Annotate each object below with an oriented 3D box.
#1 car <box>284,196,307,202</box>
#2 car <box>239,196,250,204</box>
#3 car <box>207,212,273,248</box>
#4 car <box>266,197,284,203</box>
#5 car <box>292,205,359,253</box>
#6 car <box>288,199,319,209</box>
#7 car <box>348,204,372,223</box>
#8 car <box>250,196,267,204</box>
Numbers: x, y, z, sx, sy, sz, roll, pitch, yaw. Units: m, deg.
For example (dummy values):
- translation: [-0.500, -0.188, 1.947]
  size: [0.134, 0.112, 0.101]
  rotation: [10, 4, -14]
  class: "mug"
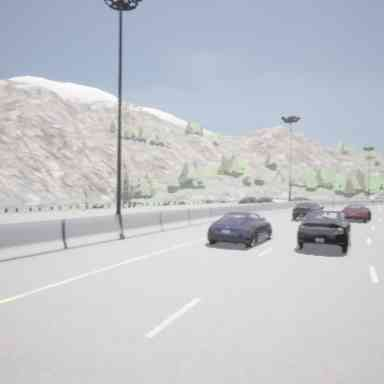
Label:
- translation: [17.973, 1.551, 56.042]
  size: [2.097, 1.767, 4.553]
  rotation: [1, 0, 43]
  class: "car"
- translation: [10.905, 1.639, 63.845]
  size: [1.837, 1.490, 4.892]
  rotation: [0, 0, 43]
  class: "car"
- translation: [2.329, 1.589, 15.199]
  size: [1.994, 1.385, 4.181]
  rotation: [1, 0, 28]
  class: "car"
- translation: [15.558, 1.703, 58.603]
  size: [1.812, 1.442, 4.674]
  rotation: [0, 0, 43]
  class: "car"
- translation: [5.816, 1.553, 14.306]
  size: [2.128, 1.511, 4.902]
  rotation: [1, 0, 28]
  class: "car"
- translation: [10.045, 1.615, 28.484]
  size: [1.837, 1.490, 4.892]
  rotation: [0, 0, 33]
  class: "car"
- translation: [13.643, 1.708, 27.580]
  size: [1.994, 1.385, 4.181]
  rotation: [1, 0, 33]
  class: "car"
- translation: [13.211, 1.660, 61.233]
  size: [1.837, 1.490, 4.892]
  rotation: [0, 0, 43]
  class: "car"
